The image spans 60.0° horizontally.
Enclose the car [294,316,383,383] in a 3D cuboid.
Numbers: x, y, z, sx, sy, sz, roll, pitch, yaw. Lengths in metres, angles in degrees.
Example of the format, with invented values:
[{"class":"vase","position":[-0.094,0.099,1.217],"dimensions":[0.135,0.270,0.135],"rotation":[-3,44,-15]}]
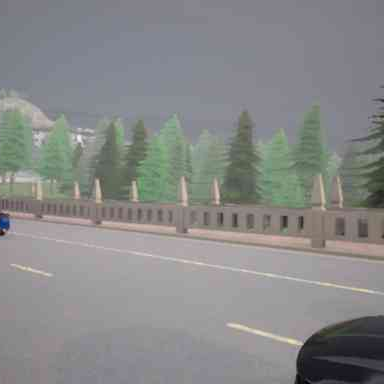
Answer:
[{"class":"car","position":[3.102,1.495,1.779],"dimensions":[5.008,1.535,1.882],"rotation":[0,0,36]}]

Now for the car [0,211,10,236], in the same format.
[{"class":"car","position":[-10.645,1.284,15.894],"dimensions":[5.008,1.535,1.882],"rotation":[0,0,36]}]
